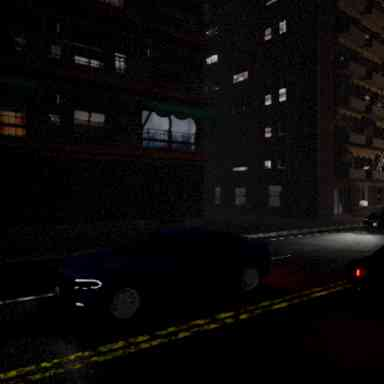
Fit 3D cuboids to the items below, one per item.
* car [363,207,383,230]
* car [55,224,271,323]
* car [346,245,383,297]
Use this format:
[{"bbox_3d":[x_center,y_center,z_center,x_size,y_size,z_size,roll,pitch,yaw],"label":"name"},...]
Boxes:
[{"bbox_3d":[12.911,1.702,21.441,4.902,1.511,2.128,1,0,-38],"label":"car"},{"bbox_3d":[-0.387,1.517,7.445,5.008,1.535,1.882,1,0,-36],"label":"car"},{"bbox_3d":[5.585,1.682,7.537,4.718,1.301,1.895,1,0,-36],"label":"car"}]
